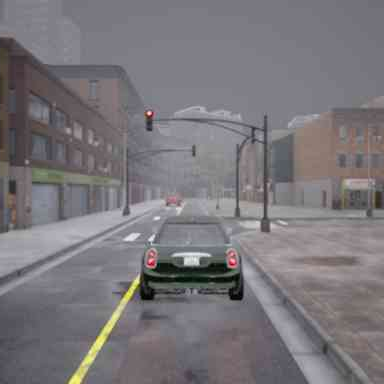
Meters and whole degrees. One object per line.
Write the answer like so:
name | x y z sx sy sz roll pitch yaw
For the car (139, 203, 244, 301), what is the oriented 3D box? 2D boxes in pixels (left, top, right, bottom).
car | 0.007 1.337 8.482 2.097 1.767 4.553 0 0 0

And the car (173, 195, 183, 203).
car | -2.764 1.448 66.947 1.837 1.490 4.892 0 1 0

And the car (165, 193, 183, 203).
car | -2.840 1.158 50.573 2.150 2.045 5.566 0 0 0
